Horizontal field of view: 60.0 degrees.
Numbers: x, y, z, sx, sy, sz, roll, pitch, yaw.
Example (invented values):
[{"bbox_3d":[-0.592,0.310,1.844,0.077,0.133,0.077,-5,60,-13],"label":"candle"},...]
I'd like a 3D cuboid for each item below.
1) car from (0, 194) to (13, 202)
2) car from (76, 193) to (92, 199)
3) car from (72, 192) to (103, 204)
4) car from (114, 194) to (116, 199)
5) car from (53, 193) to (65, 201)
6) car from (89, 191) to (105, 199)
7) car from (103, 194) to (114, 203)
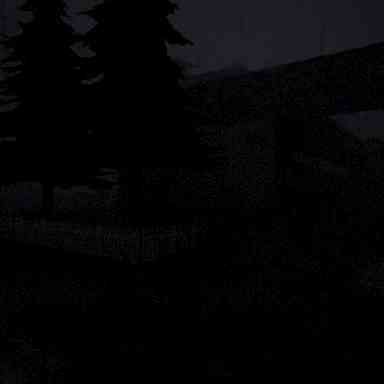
[{"bbox_3d":[-33.510,1.039,59.217,3.633,1.501,1.845,0,0,36],"label":"car"},{"bbox_3d":[-26.566,1.046,81.882,3.806,1.475,1.970,0,0,36],"label":"car"},{"bbox_3d":[-16.388,0.902,51.218,4.605,1.855,1.932,0,0,36],"label":"car"},{"bbox_3d":[-19.687,0.821,76.922,4.605,1.855,1.932,0,0,36],"label":"car"},{"bbox_3d":[-27.595,1.018,67.271,4.514,1.523,2.007,0,0,36],"label":"car"},{"bbox_3d":[-24.114,0.765,84.210,3.866,1.878,1.905,0,0,36],"label":"car"},{"bbox_3d":[-15.011,0.879,53.809,3.866,1.878,1.905,0,0,36],"label":"car"}]
